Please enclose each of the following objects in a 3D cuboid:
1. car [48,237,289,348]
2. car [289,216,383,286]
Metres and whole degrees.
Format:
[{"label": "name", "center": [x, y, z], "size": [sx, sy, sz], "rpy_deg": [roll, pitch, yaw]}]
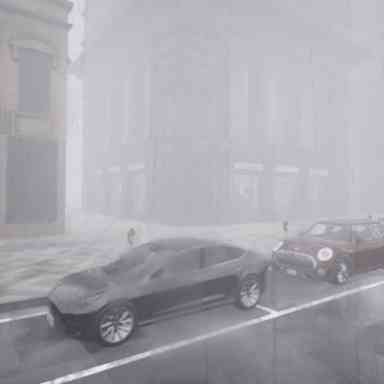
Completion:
[{"label": "car", "center": [-0.389, 1.600, 6.367], "size": [4.313, 1.339, 1.947], "rpy_deg": [1, 0, -35]}, {"label": "car", "center": [4.173, 1.532, 9.620], "size": [4.097, 1.590, 1.967], "rpy_deg": [1, 0, -35]}]
